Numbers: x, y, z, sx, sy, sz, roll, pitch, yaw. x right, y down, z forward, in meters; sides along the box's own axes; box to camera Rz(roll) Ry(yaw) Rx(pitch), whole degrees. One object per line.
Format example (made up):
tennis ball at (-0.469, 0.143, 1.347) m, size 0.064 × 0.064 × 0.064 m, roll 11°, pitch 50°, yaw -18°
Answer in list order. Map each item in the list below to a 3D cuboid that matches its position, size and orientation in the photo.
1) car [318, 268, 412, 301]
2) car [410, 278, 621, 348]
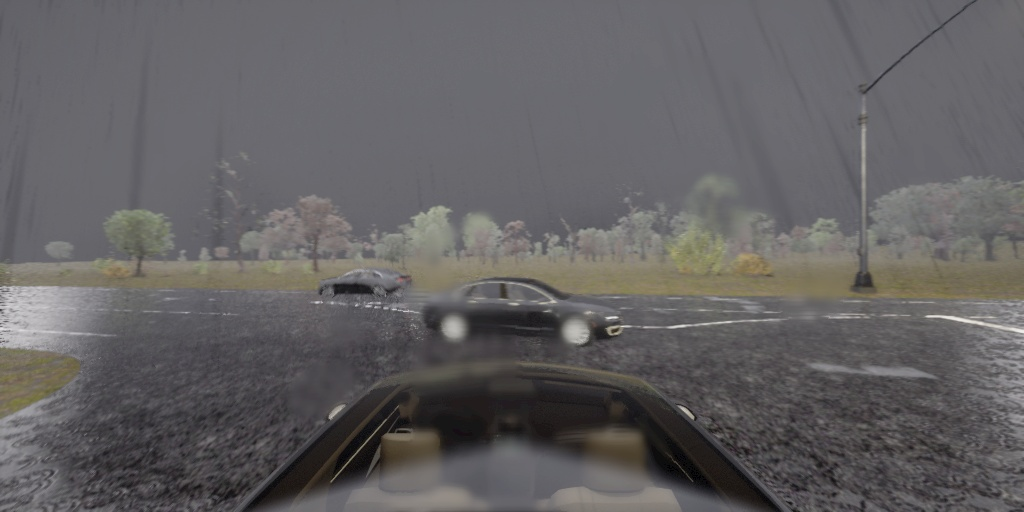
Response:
car at (-7.357, 1.363, 18.084) m, size 4.902 × 1.511 × 2.128 m, roll -1°, pitch 0°, yaw 14°
car at (0.196, 1.297, 9.021) m, size 4.892 × 1.490 × 1.837 m, roll -1°, pitch 0°, yaw 14°
